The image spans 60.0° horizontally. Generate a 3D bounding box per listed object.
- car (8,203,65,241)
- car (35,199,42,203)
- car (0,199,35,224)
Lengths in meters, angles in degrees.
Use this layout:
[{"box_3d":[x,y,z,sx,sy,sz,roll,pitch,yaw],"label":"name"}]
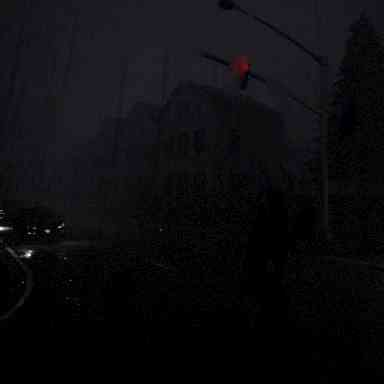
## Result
[{"box_3d":[-7.917,1.530,17.034,1.837,1.490,4.892,0,0,-35],"label":"car"},{"box_3d":[-18.473,1.556,38.497,2.128,1.511,4.902,0,0,-35],"label":"car"},{"box_3d":[-13.523,1.387,25.076,2.097,1.767,4.553,0,0,-34],"label":"car"}]
